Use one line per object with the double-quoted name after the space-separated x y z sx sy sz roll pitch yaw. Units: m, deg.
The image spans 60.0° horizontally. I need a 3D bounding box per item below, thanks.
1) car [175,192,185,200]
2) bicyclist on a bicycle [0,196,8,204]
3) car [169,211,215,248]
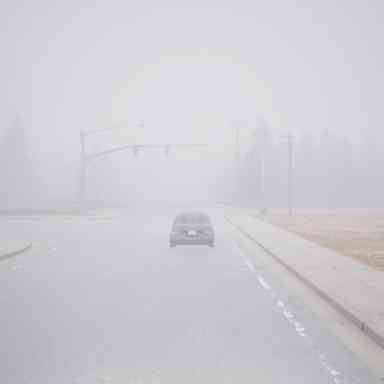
-3.109 1.017 85.332 2.150 2.045 5.566 0 0 2 "car"
-25.289 1.349 44.792 0.582 1.620 1.656 -3 -43 2 "bicyclist on a bicycle"
0.008 1.537 14.650 2.033 1.411 5.357 0 0 0 "car"
